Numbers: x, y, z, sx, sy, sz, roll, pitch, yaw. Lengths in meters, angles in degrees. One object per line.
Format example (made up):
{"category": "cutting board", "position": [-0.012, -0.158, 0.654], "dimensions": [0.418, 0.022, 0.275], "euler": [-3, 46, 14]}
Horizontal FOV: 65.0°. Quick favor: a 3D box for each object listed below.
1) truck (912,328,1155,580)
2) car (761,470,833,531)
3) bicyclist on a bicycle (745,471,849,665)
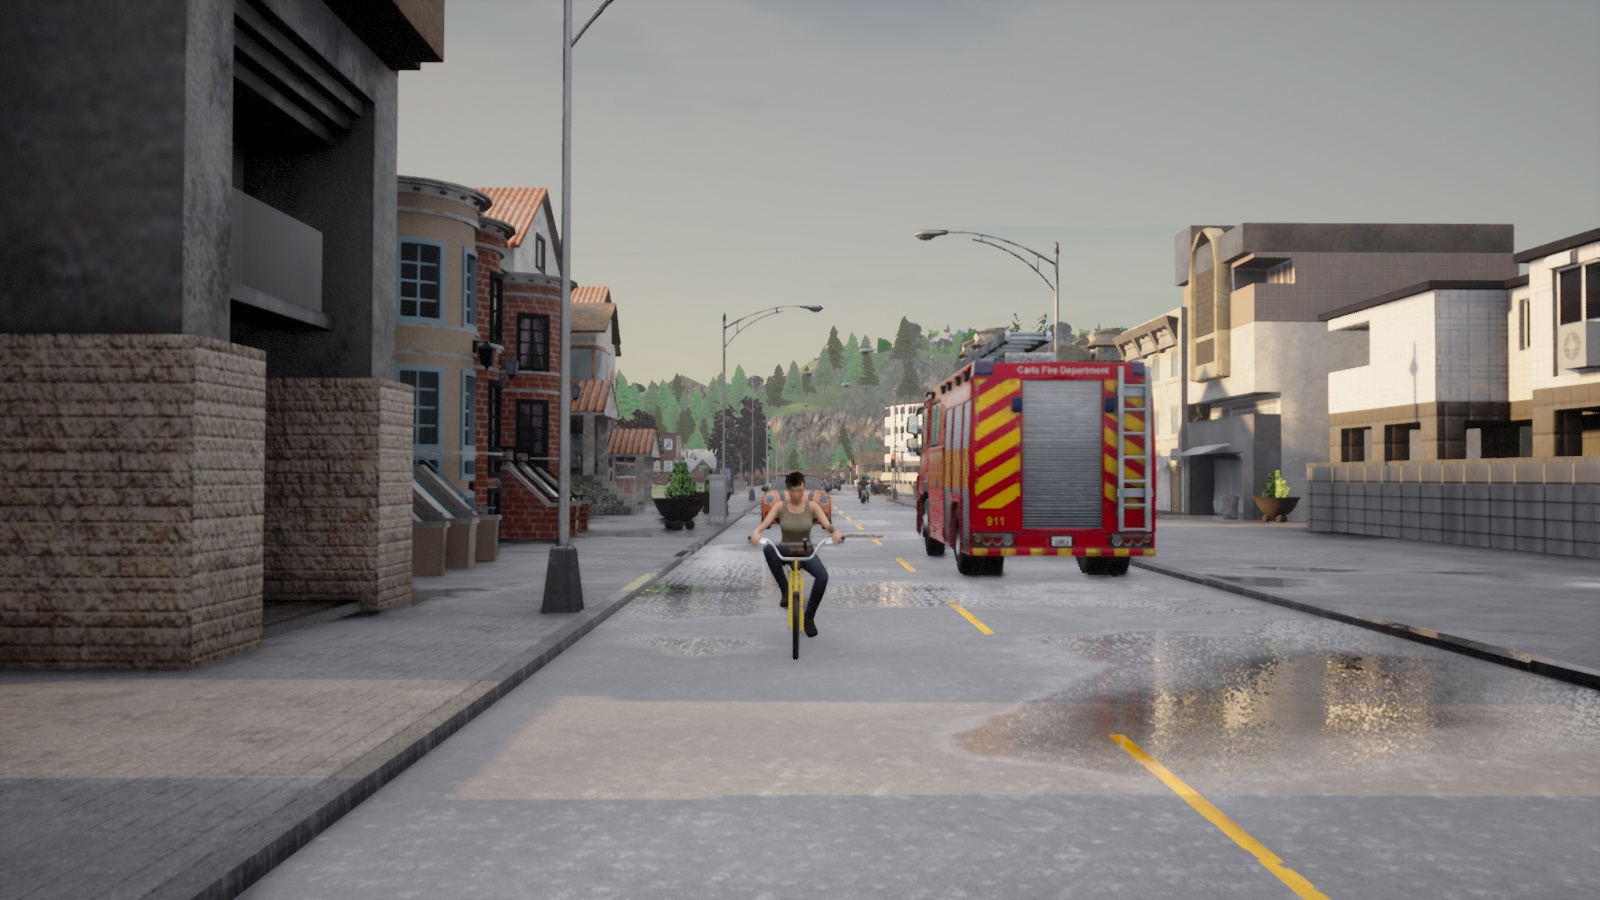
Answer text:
{"category": "truck", "position": [3.938, 0.140, 23.360], "dimensions": [2.891, 3.827, 8.468], "euler": [0, -1, 0]}
{"category": "car", "position": [-0.096, 1.511, 38.850], "dimensions": [2.097, 1.767, 4.553], "euler": [0, -1, 0]}
{"category": "bicyclist on a bicycle", "position": [-0.028, 0.999, 11.227], "dimensions": [0.866, 1.612, 1.509], "euler": [0, -1, 0]}
